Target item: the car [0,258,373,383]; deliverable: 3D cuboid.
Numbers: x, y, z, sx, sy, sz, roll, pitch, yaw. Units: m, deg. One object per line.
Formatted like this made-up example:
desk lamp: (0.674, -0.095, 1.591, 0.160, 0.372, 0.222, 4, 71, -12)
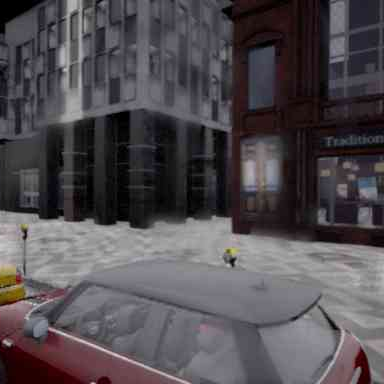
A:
car: (-0.517, 1.426, 3.329, 4.097, 1.590, 1.967, 0, 0, 35)
